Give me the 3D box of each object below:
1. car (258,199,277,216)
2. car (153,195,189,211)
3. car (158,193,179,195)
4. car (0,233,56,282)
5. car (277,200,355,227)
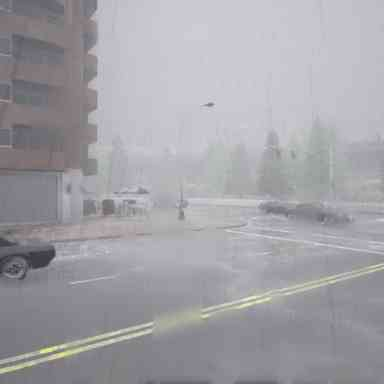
[{"bbox_3d":[8.138,1.436,30.034,2.128,1.511,4.902,0,0,-35],"label":"car"},{"bbox_3d":[-2.897,1.435,39.507,2.128,1.511,4.902,0,0,-36],"label":"car"},{"bbox_3d":[-2.748,1.165,45.268,2.150,2.045,5.566,0,0,-38],"label":"car"},{"bbox_3d":[-6.036,1.601,8.235,4.718,1.301,1.895,0,0,-35],"label":"car"},{"bbox_3d":[8.720,1.463,23.131,2.128,1.511,4.902,0,1,-35],"label":"car"}]
